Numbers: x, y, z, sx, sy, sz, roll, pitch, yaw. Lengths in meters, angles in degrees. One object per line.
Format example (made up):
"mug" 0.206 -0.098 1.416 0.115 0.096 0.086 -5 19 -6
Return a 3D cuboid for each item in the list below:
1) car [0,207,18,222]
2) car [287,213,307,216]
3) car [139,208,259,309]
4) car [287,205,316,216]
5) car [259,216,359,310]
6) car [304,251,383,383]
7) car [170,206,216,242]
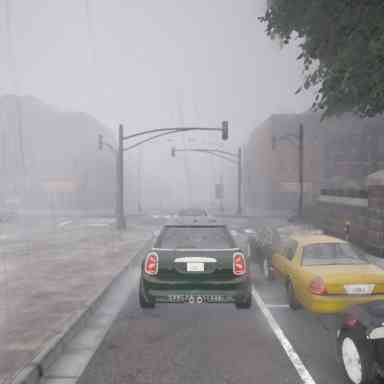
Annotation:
"car" -14.720 1.423 23.128 4.892 1.490 1.837 2 1 0
"car" 2.668 1.548 9.622 2.008 1.369 4.403 -1 0 0
"car" 0.080 1.350 8.030 2.097 1.767 4.553 0 0 0
"car" 8.737 1.613 23.014 4.181 1.385 1.994 0 1 0
"car" 2.688 1.523 7.648 1.752 1.417 4.829 -1 0 0
"car" 2.626 1.550 2.486 2.008 1.369 4.403 -1 0 0
"car" 0.042 1.555 17.464 2.033 1.411 5.357 0 0 0
